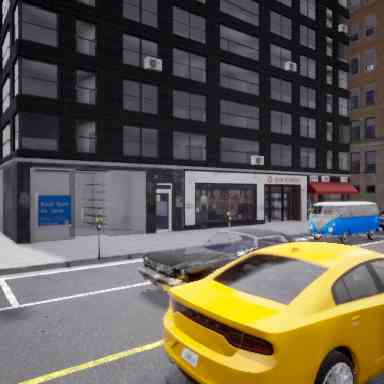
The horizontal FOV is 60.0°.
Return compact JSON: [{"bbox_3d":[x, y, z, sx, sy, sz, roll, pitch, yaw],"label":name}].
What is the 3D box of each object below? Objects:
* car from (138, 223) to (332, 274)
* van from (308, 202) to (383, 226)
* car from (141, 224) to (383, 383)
[{"bbox_3d":[1.146,1.601,8.059,4.718,1.301,1.895,0,0,-35],"label":"car"},{"bbox_3d":[7.074,1.342,15.444,3.998,1.788,1.690,0,0,-36],"label":"van"},{"bbox_3d":[1.992,1.477,4.732,5.008,1.535,1.882,0,0,-36],"label":"car"}]
